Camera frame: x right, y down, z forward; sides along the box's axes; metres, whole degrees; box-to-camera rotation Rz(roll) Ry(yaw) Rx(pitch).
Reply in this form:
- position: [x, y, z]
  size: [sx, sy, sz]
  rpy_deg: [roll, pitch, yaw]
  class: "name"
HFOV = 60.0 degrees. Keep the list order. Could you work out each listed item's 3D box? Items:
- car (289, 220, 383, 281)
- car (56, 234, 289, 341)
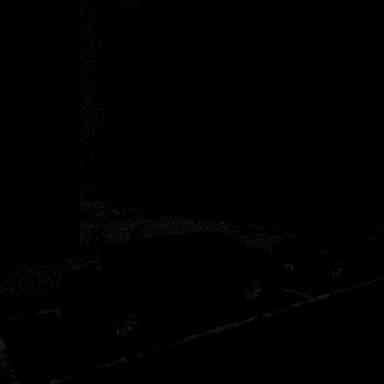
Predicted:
- position: [4.284, 1.549, 9.830]
  size: [4.313, 1.339, 1.947]
  rpy_deg: [0, 1, -36]
  class: "car"
- position: [-0.329, 1.559, 6.529]
  size: [4.313, 1.339, 1.947]
  rpy_deg: [0, 1, -36]
  class: "car"
